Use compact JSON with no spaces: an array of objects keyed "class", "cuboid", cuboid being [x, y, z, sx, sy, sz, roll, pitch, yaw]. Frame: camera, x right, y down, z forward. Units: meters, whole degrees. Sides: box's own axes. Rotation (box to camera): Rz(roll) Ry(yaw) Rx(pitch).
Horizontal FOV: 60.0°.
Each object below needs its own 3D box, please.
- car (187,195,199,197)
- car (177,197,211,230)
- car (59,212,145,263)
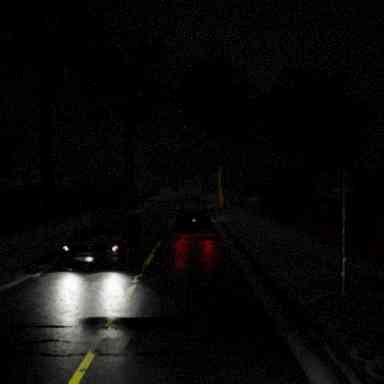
[{"class":"car","cuboid":[0.101,1.103,36.235,1.882,1.535,5.008,0,1,0]},{"class":"car","cuboid":[0.101,1.303,19.916,1.882,1.535,5.008,0,1,0]},{"class":"car","cuboid":[-2.846,1.454,11.856,2.033,1.411,5.357,0,1,0]}]
